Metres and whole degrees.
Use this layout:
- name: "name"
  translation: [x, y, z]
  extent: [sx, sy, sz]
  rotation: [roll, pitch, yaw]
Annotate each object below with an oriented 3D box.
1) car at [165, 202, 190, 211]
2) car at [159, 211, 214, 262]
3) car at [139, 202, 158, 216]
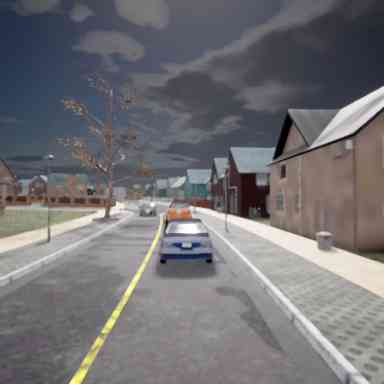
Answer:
- name: "car"
  translation: [-1.219, 1.657, 28.538]
  extent: [2.097, 1.767, 4.553]
  rotation: [0, -1, -4]
- name: "car"
  translation: [-0.248, 1.684, 12.607]
  extent: [2.033, 1.411, 5.357]
  rotation: [0, -1, -2]
- name: "car"
  translation: [-4.879, 1.889, 37.368]
  extent: [2.128, 1.511, 4.902]
  rotation: [0, -1, -6]
